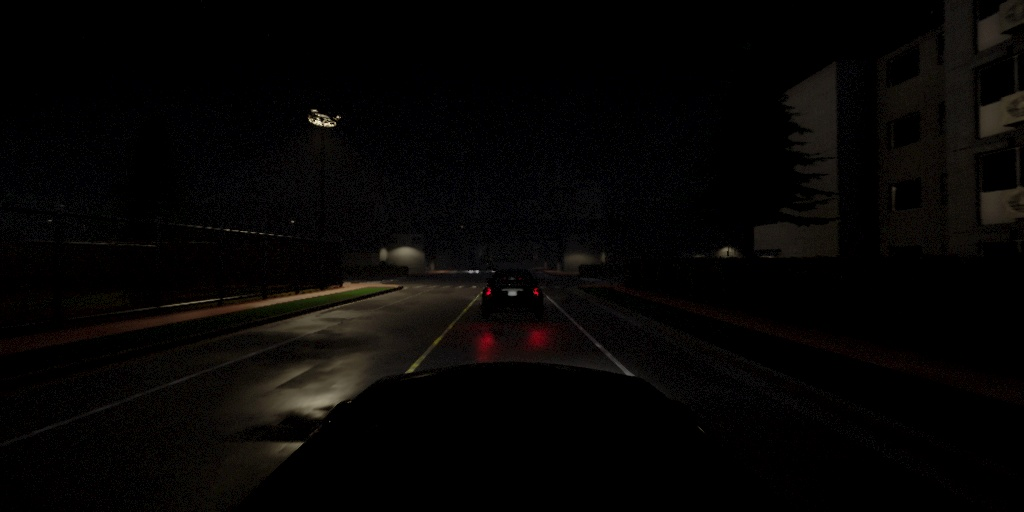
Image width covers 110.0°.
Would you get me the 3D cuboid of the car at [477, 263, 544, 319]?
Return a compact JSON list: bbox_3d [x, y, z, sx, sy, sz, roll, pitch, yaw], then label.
[{"bbox_3d":[0.032,1.268,13.851,2.097,1.767,4.553,0,-1,0],"label":"car"}]
